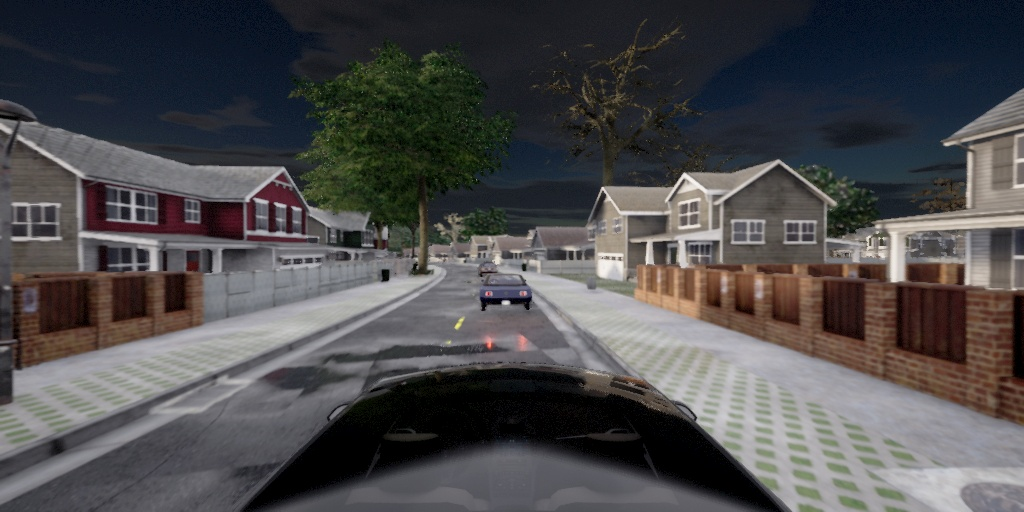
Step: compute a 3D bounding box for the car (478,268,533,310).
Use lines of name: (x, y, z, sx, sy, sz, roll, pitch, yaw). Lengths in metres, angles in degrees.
car: (-0.328, 1.348, 14.757, 1.895, 1.301, 4.718, 0, 0, -3)

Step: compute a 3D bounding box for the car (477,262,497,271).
car: (-2.501, 1.297, 36.515, 2.033, 1.411, 5.357, 0, 0, -8)
